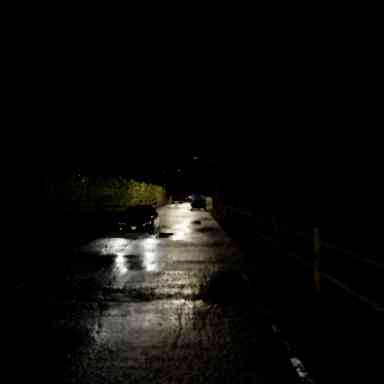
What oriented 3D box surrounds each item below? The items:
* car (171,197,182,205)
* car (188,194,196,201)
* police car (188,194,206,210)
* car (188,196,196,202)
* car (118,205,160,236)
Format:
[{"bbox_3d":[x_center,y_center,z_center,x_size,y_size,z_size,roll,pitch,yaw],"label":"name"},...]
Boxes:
[{"bbox_3d":[-2.768,1.651,61.146,1.812,1.442,4.674,0,0,1],"label":"car"},{"bbox_3d":[0.022,1.592,95.610,2.097,1.767,4.553,0,0,0],"label":"car"},{"bbox_3d":[0.835,1.497,43.761,1.930,1.638,5.238,0,0,0],"label":"police car"},{"bbox_3d":[0.018,1.631,79.127,1.895,1.301,4.718,0,0,0],"label":"car"},{"bbox_3d":[-2.846,1.514,18.653,1.837,1.490,4.892,0,0,0],"label":"car"}]
